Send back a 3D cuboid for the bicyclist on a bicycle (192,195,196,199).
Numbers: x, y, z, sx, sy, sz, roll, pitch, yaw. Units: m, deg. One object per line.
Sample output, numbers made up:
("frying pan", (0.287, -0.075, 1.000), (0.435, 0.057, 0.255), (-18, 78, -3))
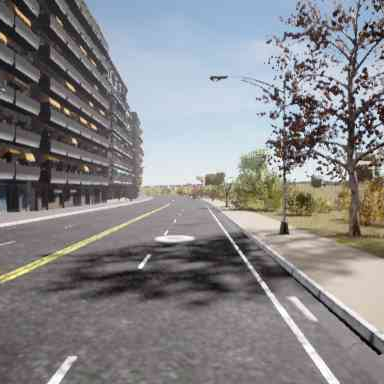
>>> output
("bicyclist on a bicycle", (0.863, 1.502, 90.601), (0.582, 1.620, 1.656), (-1, 0, -3))
